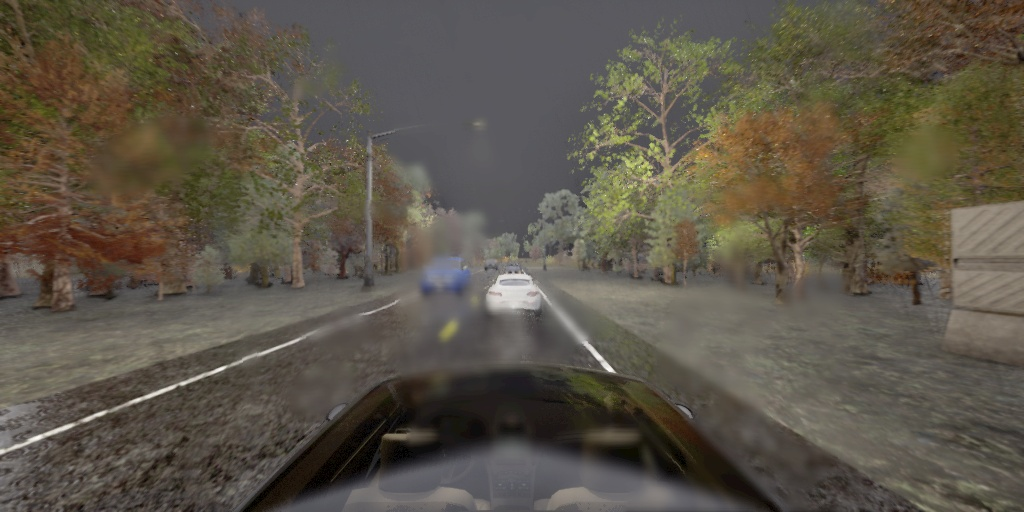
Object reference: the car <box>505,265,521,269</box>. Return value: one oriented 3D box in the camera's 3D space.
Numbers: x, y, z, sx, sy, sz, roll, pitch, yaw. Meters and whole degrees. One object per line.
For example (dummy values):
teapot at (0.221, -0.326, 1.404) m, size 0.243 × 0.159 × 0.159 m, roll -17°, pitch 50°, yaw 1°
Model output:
car at (0.109, 1.585, 35.463) m, size 2.033 × 1.411 × 5.357 m, roll 0°, pitch 0°, yaw 0°

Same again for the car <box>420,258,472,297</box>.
car at (-3.594, 1.136, 20.564) m, size 2.150 × 2.045 × 5.566 m, roll 0°, pitch 0°, yaw 0°

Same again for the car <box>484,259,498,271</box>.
car at (-3.512, 1.477, 61.388) m, size 2.150 × 2.045 × 5.566 m, roll 0°, pitch 0°, yaw 1°

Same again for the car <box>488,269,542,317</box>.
car at (0.105, 1.381, 13.536) m, size 1.812 × 1.442 × 4.674 m, roll 0°, pitch 0°, yaw 0°
